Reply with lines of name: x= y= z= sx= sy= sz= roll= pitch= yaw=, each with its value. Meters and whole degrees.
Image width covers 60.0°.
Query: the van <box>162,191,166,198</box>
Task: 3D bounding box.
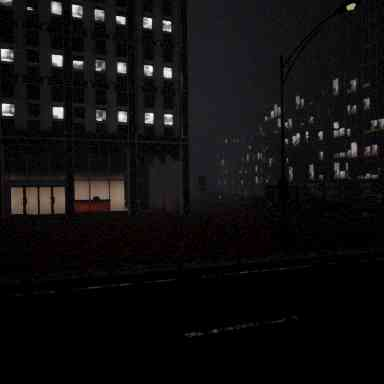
van: x=-6.428 y=0.687 z=82.785 sx=1.690 sy=1.788 sz=3.998 roll=0 pitch=1 yaw=-20

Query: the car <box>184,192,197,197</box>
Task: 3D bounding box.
car: x=-0.488 y=0.710 z=90.986 sx=2.008 sy=1.369 sz=4.403 roll=0 pitch=1 yaw=-20

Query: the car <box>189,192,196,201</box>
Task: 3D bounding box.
car: x=-0.614 y=1.056 z=66.758 sx=2.008 sy=1.369 sz=4.403 roll=0 pitch=1 yaw=-20

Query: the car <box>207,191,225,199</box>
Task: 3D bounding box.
car: x=5.325 y=0.634 z=74.955 sx=2.192 sy=1.841 sz=5.009 roll=0 pitch=1 yaw=-20

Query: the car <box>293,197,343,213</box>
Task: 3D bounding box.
car: x=13.392 y=1.321 z=35.726 sx=2.033 sy=1.411 sz=5.357 roll=-1 pitch=1 yaw=-20

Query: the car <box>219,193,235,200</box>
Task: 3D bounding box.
car: x=7.264 y=0.954 z=69.615 sx=1.802 sy=1.307 sz=4.206 roll=0 pitch=1 yaw=-20

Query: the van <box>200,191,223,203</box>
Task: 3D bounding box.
van: x=3.262 y=0.952 z=56.070 sx=1.690 sy=1.788 sz=3.998 roll=0 pitch=1 yaw=-20

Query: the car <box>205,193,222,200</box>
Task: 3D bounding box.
car: x=4.503 y=0.930 z=69.608 sx=1.812 sy=1.442 sz=4.674 roll=-1 pitch=1 yaw=-20

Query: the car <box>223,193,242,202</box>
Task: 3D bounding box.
car: x=7.926 y=1.024 z=60.174 sx=1.812 sy=1.442 sz=4.674 roll=-1 pitch=1 yaw=-20

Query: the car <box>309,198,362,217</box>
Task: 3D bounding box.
car: x=12.830 y=1.434 z=29.313 sx=1.947 sy=1.339 sz=4.313 roll=0 pitch=1 yaw=-20

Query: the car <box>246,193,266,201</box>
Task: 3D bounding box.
car: x=9.880 y=1.228 z=45.423 sx=2.033 sy=1.411 sz=5.357 roll=-1 pitch=1 yaw=-20

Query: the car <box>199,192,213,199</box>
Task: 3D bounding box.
car: x=3.388 y=0.706 z=80.299 sx=1.967 sy=1.590 sz=4.097 roll=0 pitch=1 yaw=-20

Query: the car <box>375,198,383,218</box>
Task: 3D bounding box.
car: x=16.907 y=1.216 z=26.076 sx=2.097 sy=1.767 sz=4.553 roll=-1 pitch=1 yaw=-21

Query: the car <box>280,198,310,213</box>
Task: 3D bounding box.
car: x=10.909 y=1.399 z=34.665 sx=1.802 sy=1.307 sz=4.206 roll=0 pitch=1 yaw=-20

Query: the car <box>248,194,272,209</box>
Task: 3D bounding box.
car: x=9.025 y=1.332 z=40.027 sx=1.947 sy=1.339 sz=4.313 roll=0 pitch=1 yaw=-20

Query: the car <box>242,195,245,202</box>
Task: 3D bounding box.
car: x=11.140 y=1.060 z=58.928 sx=1.802 sy=1.307 sz=4.206 roll=0 pitch=1 yaw=-20
